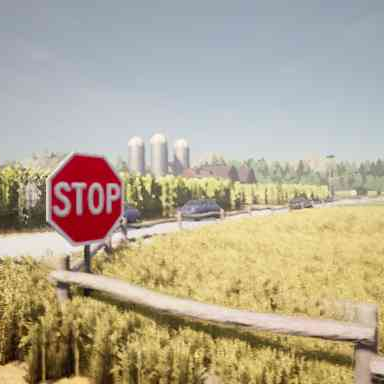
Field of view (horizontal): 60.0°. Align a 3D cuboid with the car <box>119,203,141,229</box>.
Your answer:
[{"bbox_3d":[-5.172,1.416,19.742,2.097,1.767,4.553,0,0,35],"label":"car"}]

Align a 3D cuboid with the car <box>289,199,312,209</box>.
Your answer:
[{"bbox_3d":[12.807,1.542,39.374,2.128,1.511,4.902,0,0,35],"label":"car"}]

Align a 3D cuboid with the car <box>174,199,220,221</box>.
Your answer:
[{"bbox_3d":[0.470,1.416,27.675,2.097,1.767,4.553,0,0,36],"label":"car"}]
